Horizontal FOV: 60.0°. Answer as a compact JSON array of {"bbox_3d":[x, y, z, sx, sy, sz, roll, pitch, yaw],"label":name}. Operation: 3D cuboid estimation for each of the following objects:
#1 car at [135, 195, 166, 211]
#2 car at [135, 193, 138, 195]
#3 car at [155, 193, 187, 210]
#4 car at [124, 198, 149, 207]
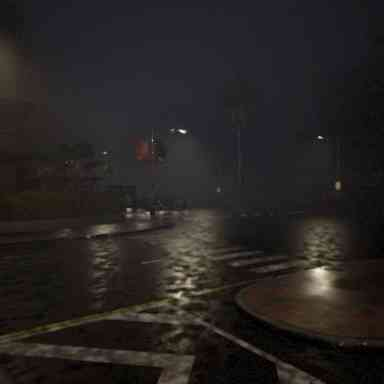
[{"bbox_3d":[-5.320,1.475,39.429,1.812,1.442,4.674,0,0,-35],"label":"car"},{"bbox_3d":[-13.086,1.139,68.691,2.150,2.045,5.566,0,0,-39],"label":"car"},{"bbox_3d":[-2.876,1.161,42.070,2.150,2.045,5.566,0,0,-35],"label":"car"},{"bbox_3d":[-8.466,1.540,50.079,1.895,1.301,4.718,0,0,-34],"label":"car"}]
